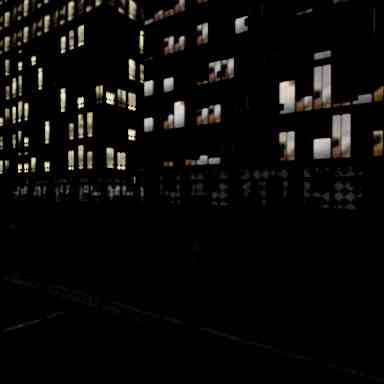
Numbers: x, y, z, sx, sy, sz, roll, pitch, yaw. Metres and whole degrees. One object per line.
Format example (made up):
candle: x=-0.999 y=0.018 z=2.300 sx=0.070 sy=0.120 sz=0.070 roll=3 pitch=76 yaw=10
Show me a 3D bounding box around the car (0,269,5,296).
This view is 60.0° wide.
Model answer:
car: x=-5.792 y=1.511 z=7.010 sx=4.829 sy=1.417 sz=1.752 roll=0 pitch=0 yaw=36
